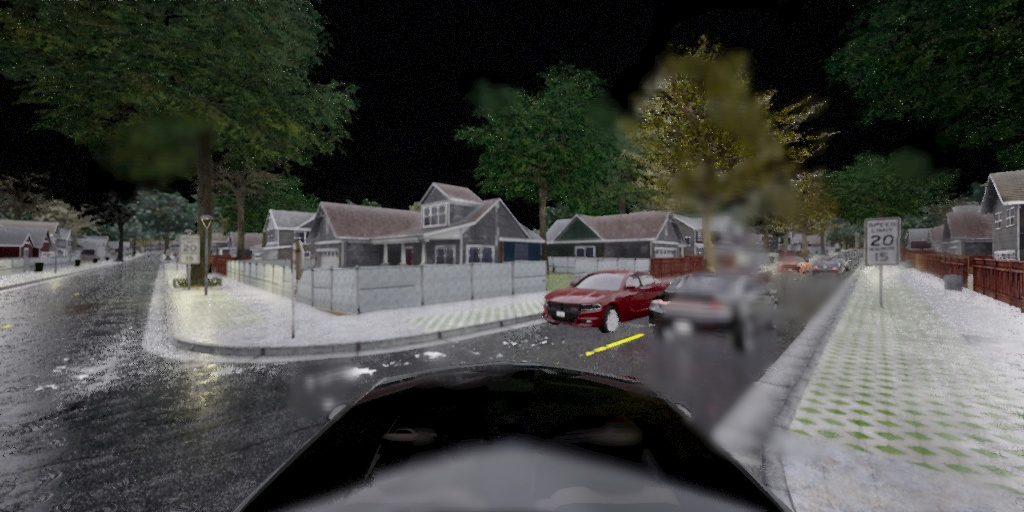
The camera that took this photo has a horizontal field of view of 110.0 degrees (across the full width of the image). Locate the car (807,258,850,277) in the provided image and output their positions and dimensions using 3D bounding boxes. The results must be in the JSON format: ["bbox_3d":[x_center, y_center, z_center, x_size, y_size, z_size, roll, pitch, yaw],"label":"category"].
[{"bbox_3d":[27.078,1.011,30.595,5.357,1.411,2.033,-1,1,-44],"label":"car"}]

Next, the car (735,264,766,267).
[{"bbox_3d":[15.020,1.173,22.679,4.718,1.301,1.895,-1,0,-45],"label":"car"}]

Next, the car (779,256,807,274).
[{"bbox_3d":[28.105,0.833,35.574,4.553,1.767,2.097,-1,1,-45],"label":"car"}]

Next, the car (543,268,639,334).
[{"bbox_3d":[2.977,1.157,10.688,5.008,1.535,1.882,-1,0,-45],"label":"car"}]

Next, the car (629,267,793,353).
[{"bbox_3d":[5.084,1.169,8.764,4.902,1.511,2.128,-1,0,-45],"label":"car"}]
